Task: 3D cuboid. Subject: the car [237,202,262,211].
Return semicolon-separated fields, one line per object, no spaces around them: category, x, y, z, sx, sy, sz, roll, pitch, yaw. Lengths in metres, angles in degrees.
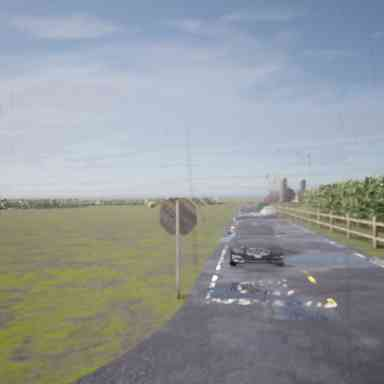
car;5.579;2.231;33.597;2.097;1.767;4.553;-1;-2;8

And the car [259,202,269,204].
car;11.746;2.614;54.794;2.150;2.045;5.566;-1;-2;9

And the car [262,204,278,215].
car;10.015;2.622;43.273;1.812;1.442;4.674;-1;-2;9

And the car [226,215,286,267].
car;2.454;1.856;12.971;1.837;1.490;4.892;-1;-2;8

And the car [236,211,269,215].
car;3.933;2.203;22.772;1.895;1.301;4.718;-1;-2;9
